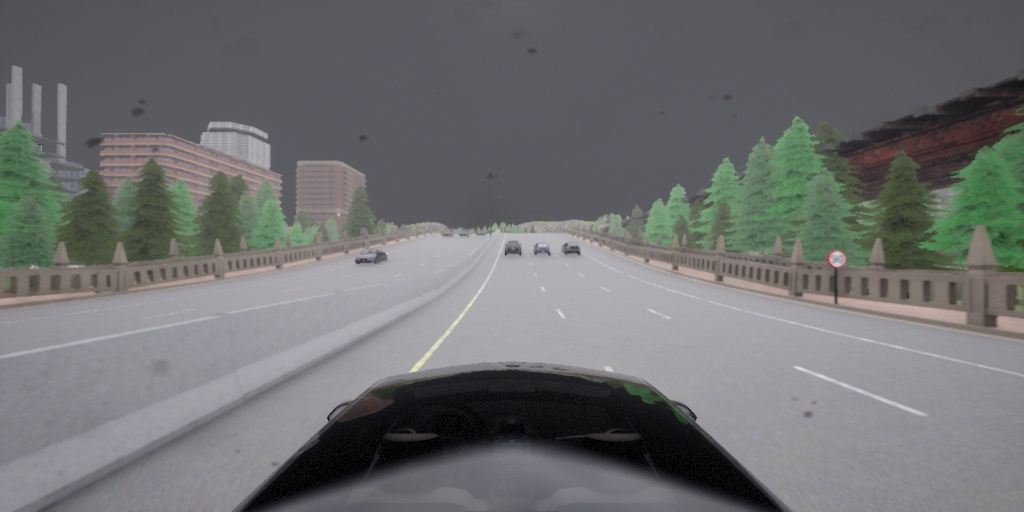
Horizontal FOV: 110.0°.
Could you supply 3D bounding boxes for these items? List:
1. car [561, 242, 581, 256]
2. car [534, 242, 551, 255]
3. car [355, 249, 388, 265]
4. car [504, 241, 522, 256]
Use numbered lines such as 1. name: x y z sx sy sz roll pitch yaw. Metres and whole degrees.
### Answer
1. car: 7.145 -0.942 43.656 1.837 1.490 4.892 0 7 0
2. car: 3.647 -0.935 43.780 1.812 1.442 4.674 0 7 0
3. car: -13.936 0.037 35.663 1.994 1.385 4.181 0 6 1
4. car: 0.146 -1.101 43.721 2.097 1.767 4.553 0 6 0
